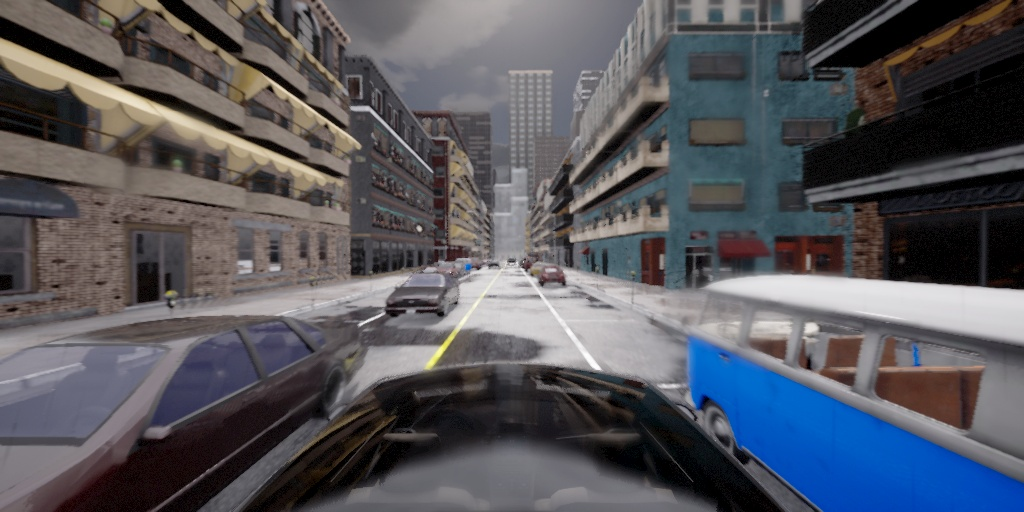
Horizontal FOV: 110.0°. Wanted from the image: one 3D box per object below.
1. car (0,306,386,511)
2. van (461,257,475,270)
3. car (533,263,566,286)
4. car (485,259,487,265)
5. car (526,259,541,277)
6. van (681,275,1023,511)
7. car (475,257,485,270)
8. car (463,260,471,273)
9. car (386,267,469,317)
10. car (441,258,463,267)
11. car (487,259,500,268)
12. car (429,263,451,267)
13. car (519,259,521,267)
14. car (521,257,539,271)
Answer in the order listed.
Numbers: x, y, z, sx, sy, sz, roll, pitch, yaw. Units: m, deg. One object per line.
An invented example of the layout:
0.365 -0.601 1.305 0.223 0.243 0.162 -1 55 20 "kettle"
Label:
-3.104 1.315 3.184 2.033 1.411 5.357 0 0 0 "car"
-5.661 1.147 41.553 1.690 1.789 3.998 0 0 0 "van"
2.690 1.334 24.720 1.802 1.307 4.207 0 0 0 "car"
-5.703 1.370 58.360 2.007 1.370 4.403 0 0 0 "car"
2.688 1.285 36.094 1.751 1.417 4.829 0 0 0 "car"
2.693 1.077 2.311 1.690 1.789 3.998 0 0 0 "van"
-5.685 1.130 52.757 2.192 1.841 5.009 0 0 0 "car"
-5.660 1.353 35.951 2.007 1.370 4.403 0 0 0 "car"
-3.096 1.321 13.627 2.033 1.411 5.357 0 0 0 "car"
-5.659 1.238 30.349 1.967 1.591 4.097 0 0 0 "car"
-3.028 1.408 61.269 1.895 1.301 4.718 0 0 1 "car"
-5.658 1.377 24.747 1.802 1.307 4.207 0 0 0 "car"
2.684 1.091 58.332 2.192 1.841 5.009 0 0 0 "car"
2.686 1.082 47.128 2.192 1.841 5.009 0 0 0 "car"
